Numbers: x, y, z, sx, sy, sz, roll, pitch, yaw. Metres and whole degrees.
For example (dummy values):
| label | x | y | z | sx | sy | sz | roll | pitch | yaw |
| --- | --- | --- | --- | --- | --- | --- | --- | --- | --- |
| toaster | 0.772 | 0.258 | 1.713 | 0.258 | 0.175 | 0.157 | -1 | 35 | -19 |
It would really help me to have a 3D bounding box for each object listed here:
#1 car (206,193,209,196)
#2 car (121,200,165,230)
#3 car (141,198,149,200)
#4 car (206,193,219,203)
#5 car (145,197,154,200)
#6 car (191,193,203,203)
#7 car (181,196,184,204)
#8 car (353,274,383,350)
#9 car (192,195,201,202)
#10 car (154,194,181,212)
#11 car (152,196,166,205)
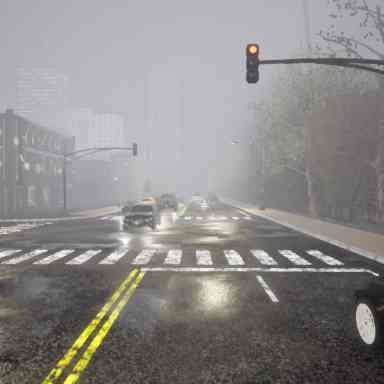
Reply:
| label | x | y | z | sx | sy | sz | roll | pitch | yaw |
| --- | --- | --- | --- | --- | --- | --- | --- | --- | --- |
| car | 4.373 | 1.195 | 76.594 | 2.150 | 2.045 | 5.566 | 0 | 0 | 1 |
| car | -3.044 | 1.500 | 20.954 | 1.837 | 1.490 | 4.892 | 0 | 0 | 1 |
| car | -6.093 | 1.590 | 35.216 | 1.895 | 1.301 | 4.718 | 0 | 0 | 1 |
| car | 4.320 | 1.480 | 66.131 | 1.837 | 1.490 | 4.892 | 0 | 0 | 1 |
| car | -5.951 | 1.463 | 44.343 | 1.882 | 1.535 | 5.008 | 0 | 0 | 1 |
| car | 1.071 | 1.197 | 66.094 | 2.150 | 2.045 | 5.566 | 0 | 0 | 1 |
| car | -2.391 | 1.525 | 62.754 | 2.033 | 1.411 | 5.357 | 0 | 0 | 1 |
| car | 3.393 | 1.477 | 3.176 | 1.882 | 1.535 | 5.008 | 0 | 0 | 1 |
| car | 1.124 | 1.509 | 76.718 | 2.033 | 1.411 | 5.357 | 0 | 0 | 1 |
| car | -2.785 | 1.209 | 39.210 | 2.150 | 2.045 | 5.566 | 0 | 0 | 0 |
| car | -5.727 | 1.482 | 58.383 | 1.837 | 1.490 | 4.892 | 0 | 1 | 1 |
